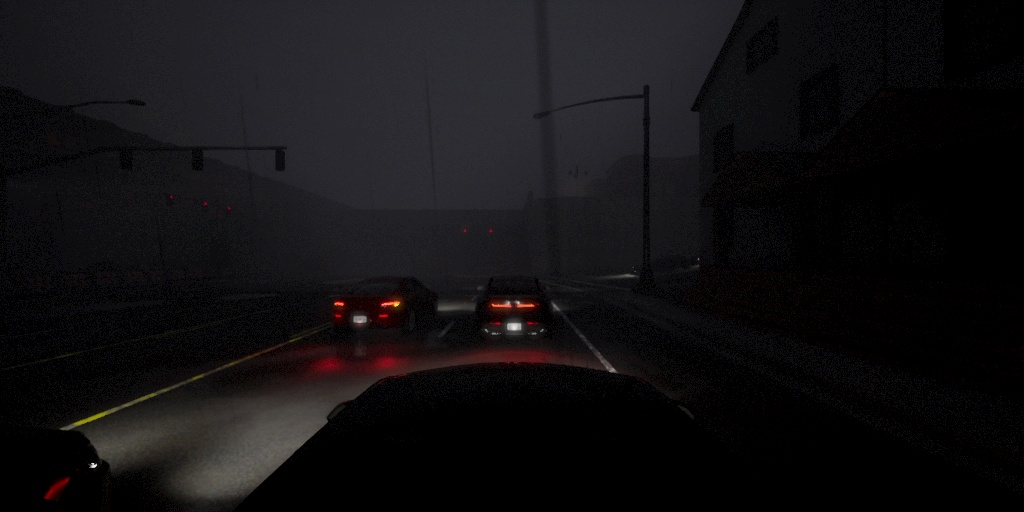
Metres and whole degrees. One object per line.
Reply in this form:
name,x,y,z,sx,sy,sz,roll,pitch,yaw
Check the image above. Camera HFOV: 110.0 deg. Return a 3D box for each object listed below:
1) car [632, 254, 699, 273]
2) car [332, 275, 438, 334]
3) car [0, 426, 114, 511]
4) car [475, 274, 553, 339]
car,13.035,0.597,30.422,5.357,1.411,2.033,-7,0,-1
car,-3.451,1.274,10.451,1.812,1.442,4.674,0,0,0
car,-3.401,1.255,0.168,1.837,1.490,4.892,0,0,0
car,0.044,1.253,10.034,1.837,1.490,4.892,0,0,0
